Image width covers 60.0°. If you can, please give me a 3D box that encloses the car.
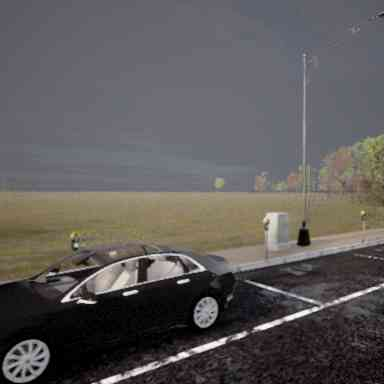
[{"bbox_3d":[-1.255,1.542,5.194,4.403,1.369,2.008,0,1,-36],"label":"car"}]
